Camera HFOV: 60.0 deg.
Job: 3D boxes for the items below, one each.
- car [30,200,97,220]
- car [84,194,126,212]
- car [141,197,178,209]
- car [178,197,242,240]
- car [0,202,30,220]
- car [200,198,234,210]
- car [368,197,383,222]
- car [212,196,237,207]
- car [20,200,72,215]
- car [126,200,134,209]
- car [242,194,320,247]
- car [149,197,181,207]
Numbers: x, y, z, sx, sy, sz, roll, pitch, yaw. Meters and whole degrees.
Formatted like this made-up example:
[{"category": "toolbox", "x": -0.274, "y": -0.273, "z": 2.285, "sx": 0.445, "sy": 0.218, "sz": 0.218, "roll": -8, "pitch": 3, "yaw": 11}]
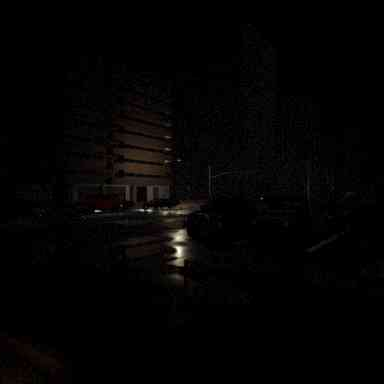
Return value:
[{"category": "car", "x": -10.949, "y": 1.601, "z": 28.607, "sx": 1.895, "sy": 1.301, "sz": 4.718, "roll": 0, "pitch": 0, "yaw": 34}, {"category": "car", "x": -10.244, "y": 1.221, "z": 36.285, "sx": 2.150, "sy": 2.045, "sz": 5.566, "roll": 0, "pitch": 0, "yaw": 34}, {"category": "car", "x": -4.428, "y": 1.547, "z": 44.917, "sx": 2.033, "sy": 1.411, "sz": 5.357, "roll": 0, "pitch": 0, "yaw": 34}, {"category": "car", "x": 1.585, "y": 1.153, "z": 15.981, "sx": 1.932, "sy": 1.855, "sz": 4.605, "roll": 0, "pitch": 0, "yaw": 34}, {"category": "car", "x": -15.356, "y": 1.564, "z": 28.689, "sx": 1.994, "sy": 1.385, "sz": 4.181, "roll": 0, "pitch": 0, "yaw": 34}, {"category": "car", "x": 3.389, "y": 1.547, "z": 43.664, "sx": 2.033, "sy": 1.411, "sz": 5.357, "roll": 0, "pitch": 0, "yaw": 34}, {"category": "car", "x": 15.988, "y": 1.395, "z": 27.256, "sx": 1.970, "sy": 1.475, "sz": 3.806, "roll": 0, "pitch": 0, "yaw": 34}, {"category": "car", "x": 5.185, "y": 1.478, "z": 52.607, "sx": 1.882, "sy": 1.535, "sz": 5.008, "roll": 0, "pitch": 0, "yaw": 34}, {"category": "car", "x": -15.267, "y": 1.601, "z": 35.092, "sx": 1.895, "sy": 1.301, "sz": 4.718, "roll": 0, "pitch": 0, "yaw": 34}, {"category": "car", "x": -9.885, "y": 1.547, "z": 43.091, "sx": 2.033, "sy": 1.411, "sz": 5.357, "roll": 0, "pitch": 0, "yaw": 34}, {"category": "car", "x": 3.950, "y": 1.156, "z": 14.313, "sx": 1.905, "sy": 1.878, "sz": 3.866, "roll": 0, "pitch": 0, "yaw": 34}, {"category": "car", "x": -4.045, "y": 1.547, "z": 51.702, "sx": 2.033, "sy": 1.411, "sz": 5.357, "roll": 0, "pitch": 0, "yaw": 35}]
